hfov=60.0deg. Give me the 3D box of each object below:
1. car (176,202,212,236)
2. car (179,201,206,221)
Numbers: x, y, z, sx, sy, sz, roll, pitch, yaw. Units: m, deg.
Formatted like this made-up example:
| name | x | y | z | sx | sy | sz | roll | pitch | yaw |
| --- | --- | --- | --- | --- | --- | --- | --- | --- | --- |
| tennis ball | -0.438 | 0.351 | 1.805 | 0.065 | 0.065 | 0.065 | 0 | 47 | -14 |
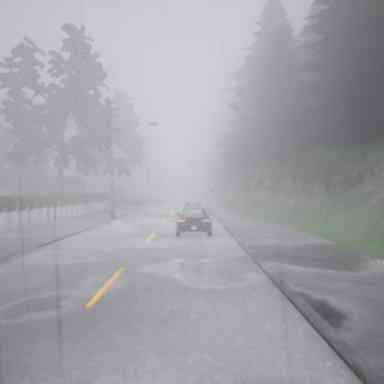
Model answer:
| name | x | y | z | sx | sy | sz | roll | pitch | yaw |
| --- | --- | --- | --- | --- | --- | --- | --- | --- | --- |
| car | 0.101 | 1.513 | 18.026 | 1.812 | 1.442 | 4.674 | 0 | 0 | 0 |
| car | 0.068 | 1.528 | 27.877 | 2.033 | 1.411 | 5.357 | 0 | 0 | 0 |
